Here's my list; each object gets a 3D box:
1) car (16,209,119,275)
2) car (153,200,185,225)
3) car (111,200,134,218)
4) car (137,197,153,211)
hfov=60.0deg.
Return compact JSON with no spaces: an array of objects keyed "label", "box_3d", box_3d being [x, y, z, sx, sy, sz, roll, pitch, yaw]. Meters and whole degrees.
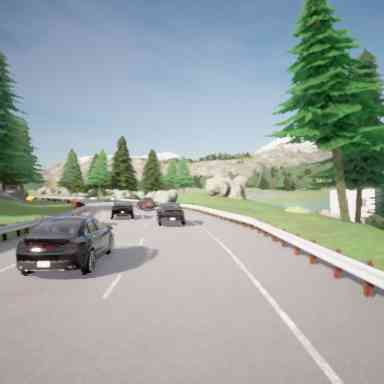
[{"label":"car","box_3d":[-3.745,1.511,10.537,1.837,1.490,4.892,0,0,-3]},{"label":"car","box_3d":[-1.626,1.507,24.017,1.837,1.490,4.892,0,0,-9]},{"label":"car","box_3d":[-6.187,1.488,29.648,1.882,1.535,5.008,0,0,-12]},{"label":"car","box_3d":[-5.815,1.439,42.056,2.033,1.649,4.856,0,0,-17]}]
